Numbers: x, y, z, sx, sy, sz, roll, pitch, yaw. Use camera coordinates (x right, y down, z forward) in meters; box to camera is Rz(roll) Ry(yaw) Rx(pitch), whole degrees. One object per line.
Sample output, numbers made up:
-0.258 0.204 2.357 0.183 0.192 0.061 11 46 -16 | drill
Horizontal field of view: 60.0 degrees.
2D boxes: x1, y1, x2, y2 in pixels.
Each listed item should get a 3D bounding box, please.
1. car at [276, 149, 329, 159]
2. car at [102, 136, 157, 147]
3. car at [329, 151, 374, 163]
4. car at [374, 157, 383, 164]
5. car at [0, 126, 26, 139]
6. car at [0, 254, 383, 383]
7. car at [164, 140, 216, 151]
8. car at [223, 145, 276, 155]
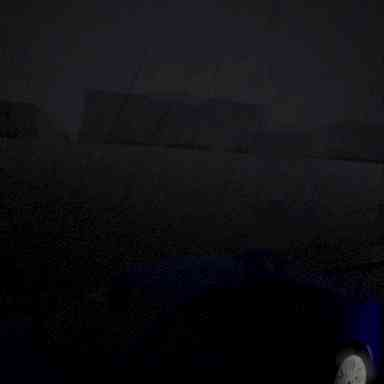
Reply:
10.660 -3.508 33.392 5.008 1.535 2.097 3 -1 -13 | car
-5.568 -4.204 29.901 4.892 1.521 2.231 2 -1 -11 | car
16.007 -3.389 34.780 4.553 1.767 2.185 3 -1 -14 | car
21.505 -2.979 36.344 4.792 1.488 2.163 3 -1 -16 | car
-16.300 -4.734 27.831 4.553 1.767 2.185 2 -1 -11 | car
-0.163 1.463 3.283 5.008 1.535 1.882 0 0 -32 | car
-0.154 -3.988 30.954 4.892 1.521 2.231 2 -1 -11 | car
5.265 -3.711 32.114 4.674 1.452 2.002 3 -1 -12 | car
